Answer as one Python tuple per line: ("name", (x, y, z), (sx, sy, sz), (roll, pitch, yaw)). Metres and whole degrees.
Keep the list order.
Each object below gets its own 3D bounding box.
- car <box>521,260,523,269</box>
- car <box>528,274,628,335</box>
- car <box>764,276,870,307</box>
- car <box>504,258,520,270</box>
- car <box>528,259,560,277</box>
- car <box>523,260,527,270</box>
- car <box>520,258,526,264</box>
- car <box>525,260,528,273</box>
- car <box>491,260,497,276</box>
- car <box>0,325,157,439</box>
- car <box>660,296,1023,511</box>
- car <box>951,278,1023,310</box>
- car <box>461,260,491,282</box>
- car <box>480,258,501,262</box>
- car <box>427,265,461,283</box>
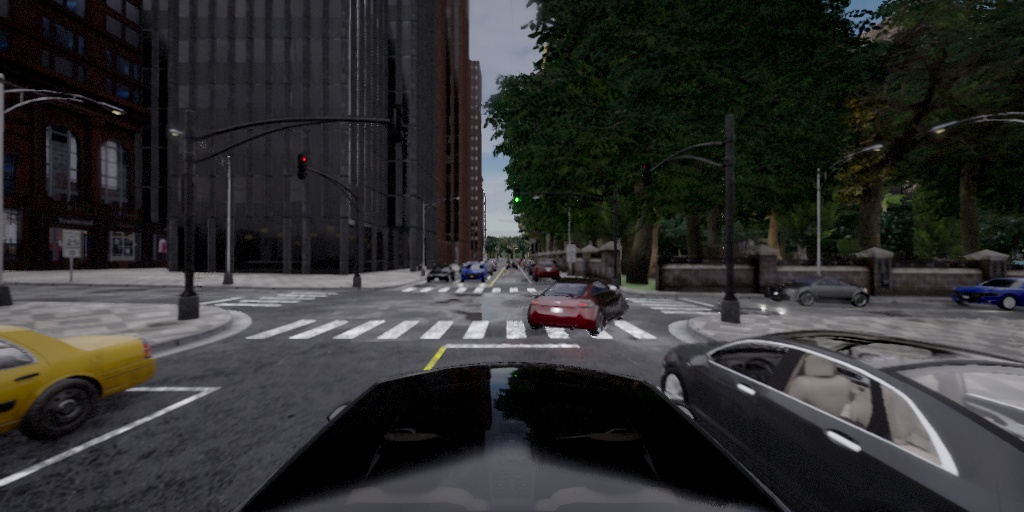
("car", (2.763, 1.514, 51.486), (2.007, 1.370, 4.403), (0, 0, 0))
("car", (2.117, 1.364, 10.882), (1.994, 1.385, 4.181), (-1, -1, 29))
("car", (15.047, 1.704, 17.819), (4.181, 1.385, 1.994), (1, 0, -2))
("car", (0.001, 1.529, 59.779), (1.812, 1.442, 4.674), (0, 0, 0))
("car", (2.763, 1.176, 29.660), (2.192, 1.841, 5.009), (0, 0, 0))
("car", (2.763, 1.488, 46.029), (2.007, 1.370, 4.403), (0, 0, 0))
("car", (2.764, 1.429, 56.942), (1.967, 1.591, 4.097), (0, 0, 0))
("car", (2.763, 1.478, 40.572), (1.948, 1.339, 4.313), (0, 0, 0))
("car", (-3.091, 1.475, 40.233), (1.994, 1.385, 4.181), (0, 0, 0))
("car", (-5.763, 1.280, 2.817), (1.751, 1.417, 4.829), (0, 0, 0))
("car", (2.763, 1.305, 2.996), (2.007, 1.370, 4.403), (0, 0, 0))
("car", (25.085, 1.824, 17.853), (5.008, 1.535, 1.882), (1, 0, 0))
("car", (-3.091, 1.342, 30.269), (1.882, 1.535, 5.008), (0, 0, 0))
("car", (-3.083, 1.450, 50.279), (2.128, 1.511, 4.902), (0, 0, 0))
("car", (-5.762, 1.427, 29.651), (1.948, 1.339, 4.313), (0, 0, 0))
